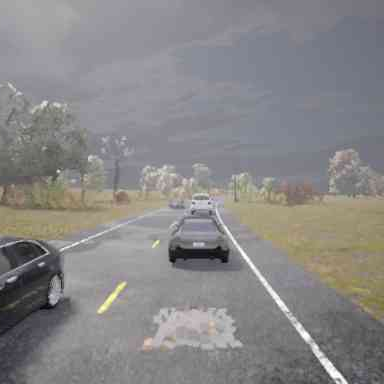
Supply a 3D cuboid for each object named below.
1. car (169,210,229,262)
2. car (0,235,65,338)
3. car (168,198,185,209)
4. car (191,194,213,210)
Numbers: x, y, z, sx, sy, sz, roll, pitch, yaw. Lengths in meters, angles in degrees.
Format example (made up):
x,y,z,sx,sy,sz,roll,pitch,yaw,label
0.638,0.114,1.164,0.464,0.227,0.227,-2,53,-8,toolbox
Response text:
x,y,z,sx,sy,sz,roll,pitch,yaw,label
0.246,1.579,12.200,1.994,1.385,4.181,0,0,1,car
-3.552,1.510,5.021,1.837,1.490,4.892,0,0,1,car
-2.035,1.535,45.275,2.128,1.511,4.902,0,0,4,car
1.065,1.258,35.309,2.150,2.045,5.566,0,0,3,car
